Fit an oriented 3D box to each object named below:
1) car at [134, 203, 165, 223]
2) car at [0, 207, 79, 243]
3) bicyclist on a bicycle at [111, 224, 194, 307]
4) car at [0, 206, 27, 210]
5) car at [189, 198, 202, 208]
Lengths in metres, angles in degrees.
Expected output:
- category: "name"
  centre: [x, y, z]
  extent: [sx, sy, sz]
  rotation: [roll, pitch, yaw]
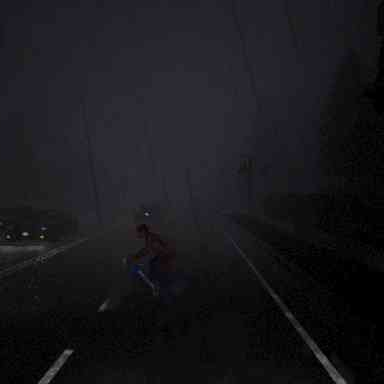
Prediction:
- category: "car"
  centre: [-3.198, 1.563, 25.713]
  extent: [1.994, 1.385, 4.181]
  rotation: [0, 0, 1]
- category: "car"
  centre: [-6.954, 1.563, 15.891]
  extent: [1.994, 1.385, 4.181]
  rotation: [0, 0, 1]
- category: "bicyclist on a bicycle"
  centre: [-0.787, 1.451, 6.514]
  extent: [1.656, 1.620, 0.582]
  rotation: [-2, 0, 1]
- category: "car"
  centre: [-10.393, 1.547, 19.510]
  extent: [2.033, 1.411, 5.357]
  rotation: [0, 0, 1]
- category: "car"
  centre: [0.497, 1.546, 47.584]
  extent: [2.033, 1.411, 5.357]
  rotation: [0, 0, 1]
